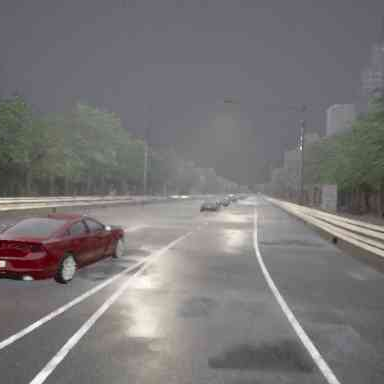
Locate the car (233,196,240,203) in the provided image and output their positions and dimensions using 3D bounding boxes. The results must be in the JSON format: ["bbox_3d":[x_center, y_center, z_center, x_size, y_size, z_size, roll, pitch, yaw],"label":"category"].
[{"bbox_3d":[9.689,1.685,78.901,2.097,1.767,4.553,2,0,11],"label":"car"}]

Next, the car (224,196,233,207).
[{"bbox_3d":[5.265,1.732,55.694,1.994,1.385,4.181,2,0,11],"label":"car"}]

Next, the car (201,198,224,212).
[{"bbox_3d":[2.271,1.635,39.976,1.994,1.385,4.181,2,0,11],"label":"car"}]

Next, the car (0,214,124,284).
[{"bbox_3d":[-3.542,1.365,9.403,1.882,1.535,5.008,2,0,11],"label":"car"}]
